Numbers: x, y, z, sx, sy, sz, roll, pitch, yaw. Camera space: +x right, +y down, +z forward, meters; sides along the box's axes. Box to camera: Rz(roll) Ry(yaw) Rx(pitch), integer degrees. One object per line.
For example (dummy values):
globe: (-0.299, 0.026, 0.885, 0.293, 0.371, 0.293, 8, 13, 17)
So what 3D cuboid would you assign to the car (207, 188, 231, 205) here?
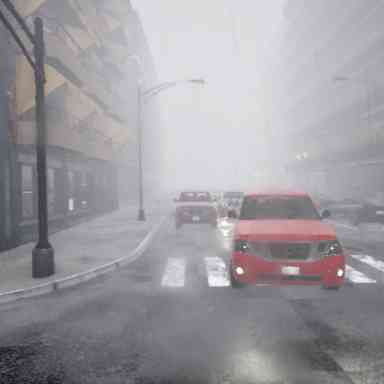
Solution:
car: (2.767, 0.423, 35.475, 2.128, 1.511, 4.902, -1, 2, 0)

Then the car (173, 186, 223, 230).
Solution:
car: (0.163, 0.791, 17.202, 2.192, 1.841, 5.009, 0, 2, 0)

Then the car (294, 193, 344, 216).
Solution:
car: (8.524, 0.774, 22.762, 1.802, 1.307, 4.206, 0, 2, 0)

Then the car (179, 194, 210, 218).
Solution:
car: (0.145, 0.868, 22.777, 1.887, 1.381, 4.507, 0, 2, 0)

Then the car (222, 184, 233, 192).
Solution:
car: (8.336, -1.025, 78.444, 2.192, 1.841, 5.009, 0, 2, 0)

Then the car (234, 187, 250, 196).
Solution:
car: (8.412, -0.183, 56.175, 1.887, 1.381, 4.507, 0, 2, 0)

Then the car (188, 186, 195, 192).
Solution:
car: (-0.061, -0.780, 84.036, 1.802, 1.307, 4.206, 0, 2, 0)

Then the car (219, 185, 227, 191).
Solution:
car: (8.299, -1.125, 89.758, 1.752, 1.417, 4.829, 0, 2, 0)

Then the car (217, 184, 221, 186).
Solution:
car: (2.724, -0.333, 50.675, 2.033, 1.411, 5.357, -1, 2, 0)

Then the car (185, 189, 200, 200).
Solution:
car: (0.070, 0.275, 45.053, 1.947, 1.339, 4.313, 0, 2, 0)

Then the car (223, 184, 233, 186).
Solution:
car: (5.743, 0.064, 46.277, 1.882, 1.535, 5.008, -1, 2, 0)

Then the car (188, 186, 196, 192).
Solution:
car: (-0.043, -0.664, 78.467, 1.887, 1.381, 4.507, 0, 2, 0)

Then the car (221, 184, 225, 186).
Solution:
car: (5.710, -0.186, 56.345, 1.837, 1.490, 4.892, -1, 2, 0)

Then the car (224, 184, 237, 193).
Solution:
car: (8.355, -0.872, 72.876, 2.192, 1.841, 5.009, 0, 2, 0)

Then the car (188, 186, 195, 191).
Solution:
car: (-0.080, -0.932, 89.605, 1.802, 1.307, 4.206, 0, 2, 0)

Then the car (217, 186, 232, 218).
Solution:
car: (2.739, 0.664, 21.784, 2.097, 1.767, 4.553, -1, 1, 0)

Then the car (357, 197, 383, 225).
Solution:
car: (8.543, 0.911, 17.193, 1.947, 1.339, 4.313, 0, 2, 0)

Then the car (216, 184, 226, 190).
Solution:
car: (8.281, -1.483, 95.152, 2.192, 1.841, 5.009, 0, 2, 0)

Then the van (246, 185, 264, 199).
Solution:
van: (8.448, -0.080, 45.033, 1.690, 1.788, 3.998, 0, 2, 0)

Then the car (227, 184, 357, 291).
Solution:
car: (2.163, 0.934, 8.706, 2.150, 2.045, 5.566, -1, 3, 8)

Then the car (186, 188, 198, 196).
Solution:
car: (0.032, -0.031, 56.191, 1.947, 1.339, 4.313, 0, 2, 0)
